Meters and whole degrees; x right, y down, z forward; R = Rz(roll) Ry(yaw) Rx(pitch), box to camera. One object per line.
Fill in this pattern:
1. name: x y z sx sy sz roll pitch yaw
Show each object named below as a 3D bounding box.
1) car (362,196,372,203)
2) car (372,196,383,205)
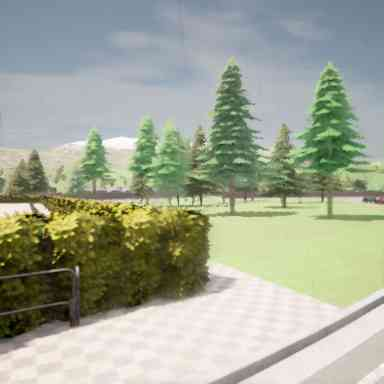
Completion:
1. car: 36.041 1.469 67.611 2.128 1.511 4.902 0 0 15
2. car: 33.549 1.529 57.985 1.812 1.442 4.674 0 0 15
